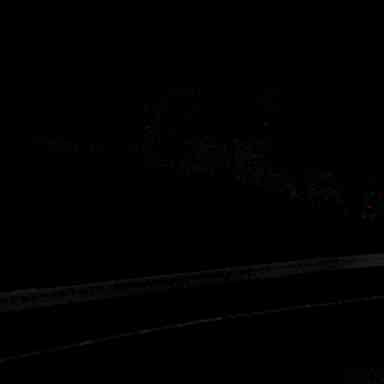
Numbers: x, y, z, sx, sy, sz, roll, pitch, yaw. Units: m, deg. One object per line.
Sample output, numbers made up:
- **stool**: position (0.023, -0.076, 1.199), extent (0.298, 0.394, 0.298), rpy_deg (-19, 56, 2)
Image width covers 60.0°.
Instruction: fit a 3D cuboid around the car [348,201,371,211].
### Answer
- **car**: position (17.192, 1.587, 36.692), extent (1.895, 1.301, 4.718), rpy_deg (0, 0, -19)
